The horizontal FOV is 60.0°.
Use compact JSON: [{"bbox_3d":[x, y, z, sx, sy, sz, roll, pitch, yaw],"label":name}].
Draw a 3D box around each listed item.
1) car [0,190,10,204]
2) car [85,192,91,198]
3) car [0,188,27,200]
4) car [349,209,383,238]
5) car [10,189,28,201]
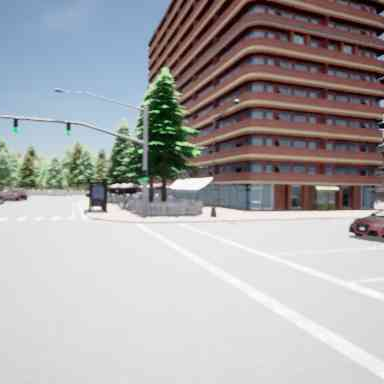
[{"bbox_3d":[-23.085,0.770,38.659,2.033,1.411,5.357,0,1,-19],"label":"car"},{"bbox_3d":[-19.902,0.487,68.779,1.895,1.301,4.718,1,1,24],"label":"car"},{"bbox_3d":[-29.610,0.293,55.374,2.097,1.767,4.553,1,1,-1],"label":"car"},{"bbox_3d":[9.670,1.505,15.915,4.181,1.385,1.994,0,1,-20],"label":"car"},{"bbox_3d":[-25.718,0.423,48.534,2.097,1.767,4.553,1,1,-8],"label":"car"}]
